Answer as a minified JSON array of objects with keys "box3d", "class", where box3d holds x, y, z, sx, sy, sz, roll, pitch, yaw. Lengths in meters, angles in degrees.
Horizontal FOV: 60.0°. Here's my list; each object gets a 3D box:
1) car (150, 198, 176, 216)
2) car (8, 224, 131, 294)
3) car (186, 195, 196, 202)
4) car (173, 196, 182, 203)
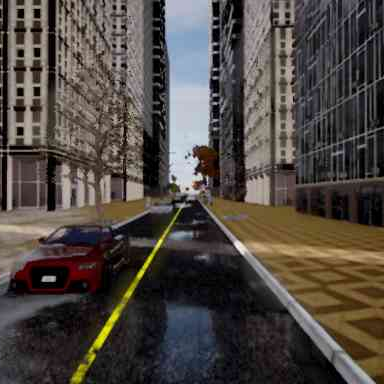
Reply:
[{"box3d":[-2.847,1.561,31.610,1.895,1.301,4.718,0,0,0],"class":"car"},{"box3d":[-2.871,1.554,8.670,1.994,1.385,4.181,0,0,0],"class":"car"},{"box3d":[-0.197,1.300,68.900,1.812,1.442,4.674,0,0,0],"class":"car"},{"box3d":[-2.943,1.480,64.882,2.033,1.411,5.357,0,0,0],"class":"car"}]
